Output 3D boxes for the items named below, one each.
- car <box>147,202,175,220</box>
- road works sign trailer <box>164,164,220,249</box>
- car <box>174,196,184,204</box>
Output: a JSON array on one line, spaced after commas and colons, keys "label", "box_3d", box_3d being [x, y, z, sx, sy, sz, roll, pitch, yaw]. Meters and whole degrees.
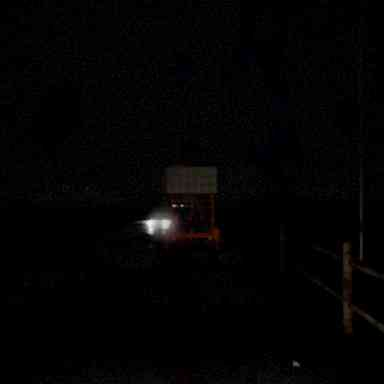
[{"label": "car", "box_3d": [-2.846, 1.716, 29.857, 1.994, 1.385, 4.181, 0, 0, 0]}, {"label": "road works sign trailer", "box_3d": [0.001, 0.538, 14.888, 2.380, 3.560, 2.880, 0, 0, 0]}, {"label": "car", "box_3d": [-2.746, 1.706, 70.605, 2.097, 1.767, 4.553, 0, 0, 0]}]
